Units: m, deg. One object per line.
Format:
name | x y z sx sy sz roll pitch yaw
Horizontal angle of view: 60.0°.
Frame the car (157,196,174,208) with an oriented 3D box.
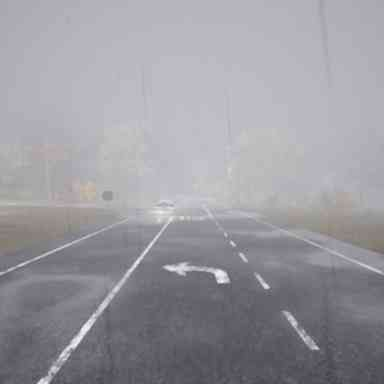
car | -3.450 1.292 43.861 1.812 1.442 4.674 1 0 0
